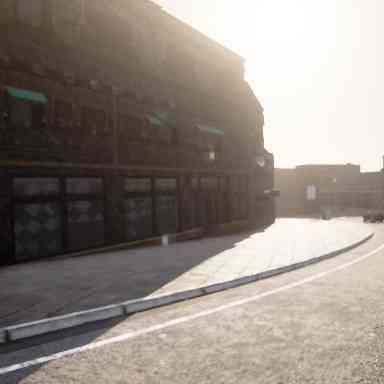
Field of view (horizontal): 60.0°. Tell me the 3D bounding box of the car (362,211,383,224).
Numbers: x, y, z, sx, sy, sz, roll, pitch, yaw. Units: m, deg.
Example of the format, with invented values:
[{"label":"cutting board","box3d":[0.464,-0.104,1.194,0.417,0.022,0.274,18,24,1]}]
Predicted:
[{"label":"car","box3d":[20.160,2.730,36.192,1.895,1.301,4.718,-1,-3,13]}]
